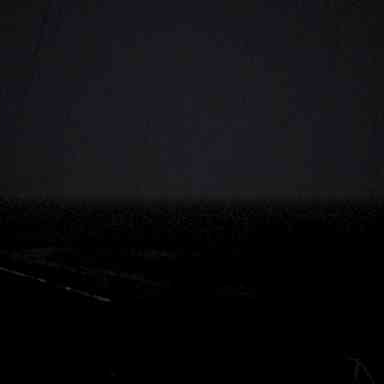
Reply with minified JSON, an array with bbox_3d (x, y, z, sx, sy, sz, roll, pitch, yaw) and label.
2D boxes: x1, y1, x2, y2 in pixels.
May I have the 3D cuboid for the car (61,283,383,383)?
[{"bbox_3d":[0.890,1.597,3.065,4.718,1.301,1.895,0,0,36],"label":"car"}]
